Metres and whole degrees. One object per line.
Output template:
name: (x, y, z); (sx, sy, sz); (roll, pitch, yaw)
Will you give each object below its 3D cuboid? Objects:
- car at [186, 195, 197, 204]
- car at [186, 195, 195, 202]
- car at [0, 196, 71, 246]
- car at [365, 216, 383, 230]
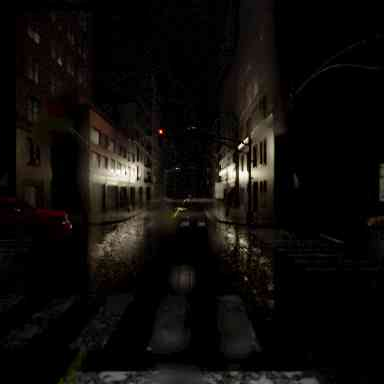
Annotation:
car: (-0.108, 1.510, 60.072); (1.895, 1.301, 4.718); (0, 0, 0)
car: (-0.249, 1.409, 71.560); (1.812, 1.442, 4.674); (0, 0, 0)
car: (-8.138, 1.204, 14.210); (5.566, 2.045, 2.150); (0, 1, -17)
car: (12.359, 1.497, 18.593); (4.829, 1.417, 1.752); (0, 0, 0)
